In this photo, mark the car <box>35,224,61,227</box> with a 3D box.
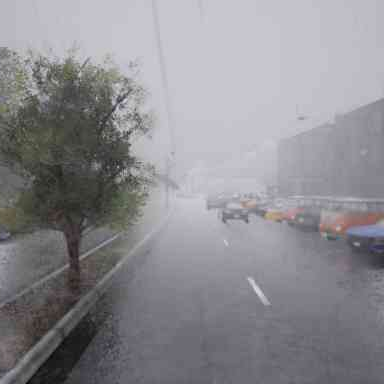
[{"bbox_3d":[-10.485,1.233,18.489,5.566,2.045,2.435,-1,0,-20],"label":"car"}]

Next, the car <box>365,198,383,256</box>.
[{"bbox_3d":[7.779,1.222,8.764,5.566,2.045,2.435,1,0,-20],"label":"car"}]

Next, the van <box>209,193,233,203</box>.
[{"bbox_3d":[5.803,1.163,65.986,4.442,1.987,1.878,1,0,-25],"label":"van"}]

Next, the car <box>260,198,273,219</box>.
[{"bbox_3d":[7.895,1.453,23.873,5.366,1.575,1.946,1,0,-21],"label":"car"}]

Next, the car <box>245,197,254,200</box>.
[{"bbox_3d":[7.650,1.446,29.834,4.892,1.521,2.231,1,0,-21],"label":"car"}]

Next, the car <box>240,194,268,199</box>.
[{"bbox_3d":[7.589,1.314,32.853,4.553,1.767,2.185,1,0,-21],"label":"car"}]

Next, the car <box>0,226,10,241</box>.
[{"bbox_3d":[-10.424,1.516,15.541,4.792,1.488,2.163,-1,0,-20],"label":"car"}]

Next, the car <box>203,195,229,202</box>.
[{"bbox_3d":[5.192,1.376,71.974,5.366,1.575,1.946,1,0,-26],"label":"car"}]

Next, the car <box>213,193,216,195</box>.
[{"bbox_3d":[6.371,1.439,60.017,4.674,1.452,2.002,1,0,-24],"label":"car"}]

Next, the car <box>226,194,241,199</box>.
[{"bbox_3d":[7.250,1.422,44.933,5.008,1.535,2.097,1,0,-23],"label":"car"}]

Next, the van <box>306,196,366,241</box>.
[{"bbox_3d":[7.645,1.238,14.720,4.442,1.987,1.878,1,0,-20],"label":"van"}]

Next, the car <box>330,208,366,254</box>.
[{"bbox_3d":[7.754,1.469,11.756,5.008,1.535,2.097,1,0,-20],"label":"car"}]

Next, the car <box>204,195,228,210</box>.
[{"bbox_3d":[2.695,1.440,41.015,2.128,1.511,4.902,0,0,-2],"label":"car"}]

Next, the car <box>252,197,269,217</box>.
[{"bbox_3d":[7.709,1.449,26.816,5.008,1.535,2.097,1,0,-21],"label":"car"}]

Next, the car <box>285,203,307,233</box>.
[{"bbox_3d":[7.772,1.491,17.789,4.792,1.488,2.163,1,0,-20],"label":"car"}]

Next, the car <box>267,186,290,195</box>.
[{"bbox_3d":[22.819,-0.498,87.749,2.435,2.045,5.566,-7,4,-30],"label":"car"}]

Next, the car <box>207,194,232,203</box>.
[{"bbox_3d":[5.671,1.260,69.059,4.553,1.767,2.185,1,0,-25],"label":"car"}]

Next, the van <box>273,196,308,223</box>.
[{"bbox_3d":[7.632,1.230,20.745,4.442,1.987,1.878,1,0,-20],"label":"van"}]

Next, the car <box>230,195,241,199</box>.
[{"bbox_3d":[7.458,1.430,38.899,5.008,1.535,2.097,1,0,-22],"label":"car"}]

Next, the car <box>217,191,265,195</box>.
[{"bbox_3d":[7.085,1.165,47.937,5.566,2.045,2.435,1,0,-23],"label":"car"}]

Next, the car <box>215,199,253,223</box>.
[{"bbox_3d":[3.040,1.495,24.994,1.812,1.442,4.674,0,0,-1],"label":"car"}]

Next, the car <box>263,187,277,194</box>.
[{"bbox_3d":[19.873,0.082,87.229,2.002,1.452,4.674,-7,4,-30],"label":"car"}]

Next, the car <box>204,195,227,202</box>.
[{"bbox_3d":[5.245,1.413,75.034,4.792,1.488,2.163,1,0,-26],"label":"car"}]

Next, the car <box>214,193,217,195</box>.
[{"bbox_3d":[6.587,1.443,57.000,4.674,1.452,2.002,1,0,-24],"label":"car"}]

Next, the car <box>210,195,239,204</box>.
[{"bbox_3d":[6.156,1.396,63.028,4.892,1.521,2.231,1,0,-25],"label":"car"}]
